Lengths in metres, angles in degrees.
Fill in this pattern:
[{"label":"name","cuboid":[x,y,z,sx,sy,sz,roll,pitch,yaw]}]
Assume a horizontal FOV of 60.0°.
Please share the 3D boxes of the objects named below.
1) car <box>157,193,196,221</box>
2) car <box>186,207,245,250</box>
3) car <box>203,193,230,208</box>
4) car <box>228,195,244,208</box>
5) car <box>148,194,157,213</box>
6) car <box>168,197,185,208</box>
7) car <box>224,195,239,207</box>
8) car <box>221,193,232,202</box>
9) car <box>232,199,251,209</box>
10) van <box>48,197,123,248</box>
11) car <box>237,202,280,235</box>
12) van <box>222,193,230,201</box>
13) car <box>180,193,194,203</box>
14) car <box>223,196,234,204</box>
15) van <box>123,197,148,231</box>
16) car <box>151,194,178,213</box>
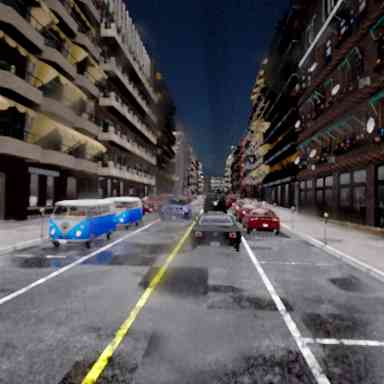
[{"label":"car","cuboid":[-1.122,1.240,25.845,2.097,1.767,4.553,1,0,4]},{"label":"car","cuboid":[0.996,1.556,14.069,1.895,1.301,4.718,1,0,4]},{"label":"car","cuboid":[2.247,1.140,31.868,2.150,2.045,5.566,1,0,4]},{"label":"car","cuboid":[4.599,1.398,29.825,1.967,1.590,4.097,2,0,4]},{"label":"car","cuboid":[-3.260,1.161,30.434,2.192,1.841,5.009,2,0,4]},{"label":"car","cuboid":[-2.113,1.388,46.988,1.947,1.339,4.313,2,0,4]},{"label":"car","cuboid":[6.100,1.369,51.899,1.967,1.590,4.097,2,0,4]},{"label":"car","cuboid":[7.646,1.247,73.970,2.192,1.841,5.009,2,0,4]},{"label":"car","cuboid":[4.202,1.513,24.307,1.887,1.381,4.507,2,0,4]},{"label":"van","cuboid":[-4.417,1.222,13.882,1.690,1.788,3.998,2,0,4]},{"label":"car","cuboid":[3.816,1.524,18.791,1.887,1.381,4.507,2,0,4]},{"label":"van","cuboid":[8.030,1.278,79.489,1.690,1.788,3.998,2,0,4]},{"label":"car","cuboid":[-0.947,1.130,63.536,2.192,1.841,5.009,2,0,4]},{"label":"car","cuboid":[6.866,1.508,62.935,1.802,1.307,4.206,2,0,4]},{"label":"van","cuboid":[-4.032,1.209,19.401,1.690,1.788,3.998,2,0,4]},{"label":"car","cuboid":[-2.874,1.151,35.951,2.192,1.841,5.009,2,0,4]}]
